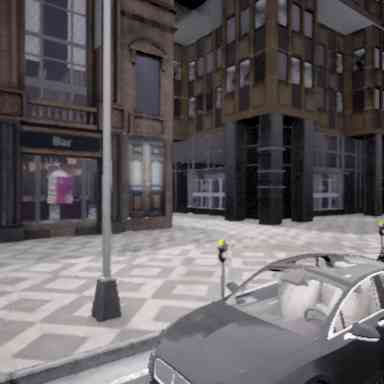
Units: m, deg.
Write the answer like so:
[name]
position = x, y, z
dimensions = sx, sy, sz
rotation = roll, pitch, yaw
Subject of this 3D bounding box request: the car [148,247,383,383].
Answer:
[car]
position = 1.580, 1.536, 4.139
dimensions = 4.403, 1.369, 2.008
rotation = 0, 0, -36
